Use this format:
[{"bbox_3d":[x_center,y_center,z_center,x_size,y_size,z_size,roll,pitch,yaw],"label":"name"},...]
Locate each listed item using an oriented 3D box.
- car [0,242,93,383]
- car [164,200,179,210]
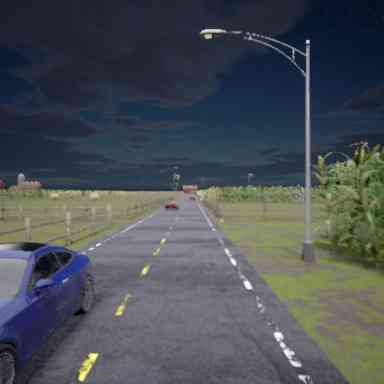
[{"bbox_3d":[-2.850,1.555,4.946,1.812,1.442,4.674,0,0,0],"label":"car"},{"bbox_3d":[-2.823,1.845,46.649,1.895,1.301,4.718,0,0,0],"label":"car"}]
